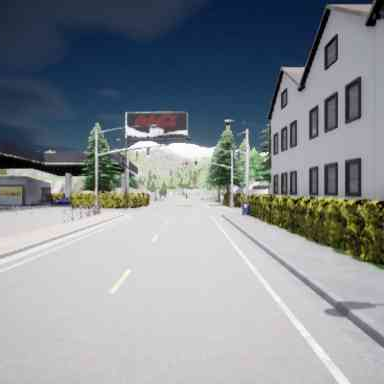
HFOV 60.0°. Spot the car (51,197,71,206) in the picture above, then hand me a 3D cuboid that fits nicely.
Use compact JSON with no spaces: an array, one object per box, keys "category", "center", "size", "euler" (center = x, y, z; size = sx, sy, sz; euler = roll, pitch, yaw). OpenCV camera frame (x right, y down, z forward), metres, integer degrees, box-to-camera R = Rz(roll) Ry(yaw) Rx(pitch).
[{"category":"car","center":[-22.171,1.633,58.170],"size":[4.611,1.667,2.242],"euler":[0,0,0]}]
